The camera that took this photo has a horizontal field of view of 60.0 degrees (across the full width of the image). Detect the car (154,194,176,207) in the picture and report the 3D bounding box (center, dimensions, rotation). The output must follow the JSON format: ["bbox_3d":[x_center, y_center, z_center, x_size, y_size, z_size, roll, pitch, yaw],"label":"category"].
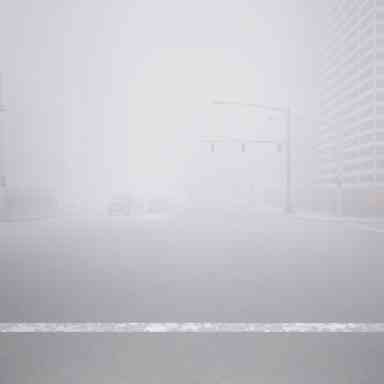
[{"bbox_3d":[-3.696,1.352,46.730,2.097,1.767,4.553,0,0,0],"label":"car"}]

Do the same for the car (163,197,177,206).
[{"bbox_3d":[-3.709,1.564,56.543,1.994,1.385,4.181,0,0,0],"label":"car"}]

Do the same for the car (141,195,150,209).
[{"bbox_3d":[-7.197,1.547,44.842,2.033,1.411,5.357,0,0,0],"label":"car"}]

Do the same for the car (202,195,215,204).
[{"bbox_3d":[3.457,1.526,64.730,1.812,1.442,4.674,0,0,0],"label":"car"}]

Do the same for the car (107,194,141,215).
[{"bbox_3d":[-7.157,1.221,34.590,2.150,2.045,5.566,0,0,2],"label":"car"}]

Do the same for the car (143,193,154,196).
[{"bbox_3d":[-7.207,1.221,55.366,2.150,2.045,5.566,0,0,0],"label":"car"}]

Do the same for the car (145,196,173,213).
[{"bbox_3d":[-3.681,1.492,37.513,2.128,1.511,4.902,0,0,0],"label":"car"}]

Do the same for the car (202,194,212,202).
[{"bbox_3d":[3.343,1.355,74.633,2.097,1.767,4.553,0,0,0],"label":"car"}]

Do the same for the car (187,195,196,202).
[{"bbox_3d":[-0.160,1.382,74.481,1.994,1.385,4.181,0,0,0],"label":"car"}]

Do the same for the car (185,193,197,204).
[{"bbox_3d":[-0.137,1.221,63.810,2.150,2.045,5.566,0,0,0],"label":"car"}]
